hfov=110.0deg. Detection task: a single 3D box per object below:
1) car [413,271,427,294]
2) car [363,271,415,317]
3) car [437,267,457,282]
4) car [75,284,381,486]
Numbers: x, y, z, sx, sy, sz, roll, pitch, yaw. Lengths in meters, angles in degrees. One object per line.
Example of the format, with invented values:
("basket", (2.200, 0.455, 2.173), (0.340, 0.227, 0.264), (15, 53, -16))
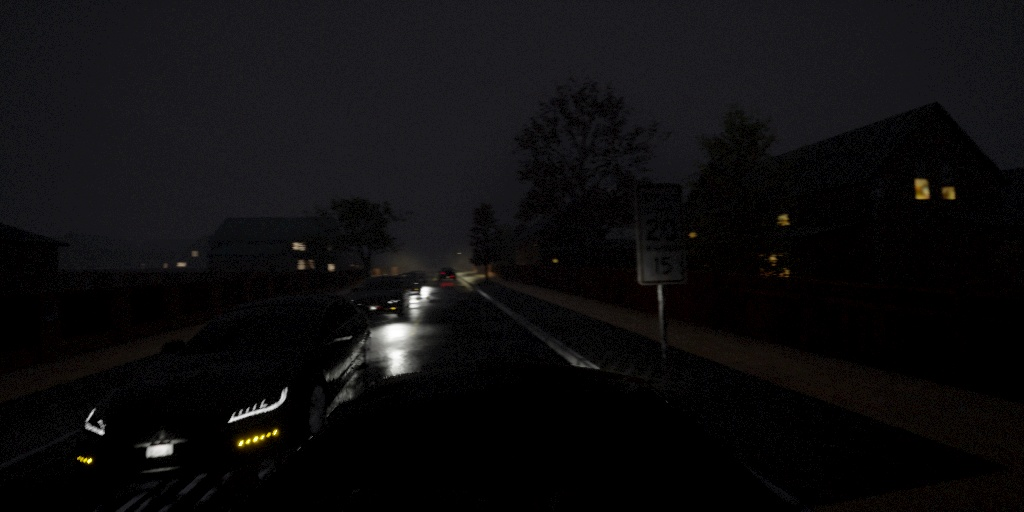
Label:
("car", (-7.138, 1.841, 24.462), (1.994, 1.385, 4.181), (-2, -1, -11))
("car", (-5.220, 1.586, 14.667), (1.837, 1.490, 4.892), (-2, -1, -11))
("car", (-7.175, 2.011, 39.895), (1.837, 1.490, 4.892), (-2, -1, -11))
("car", (-3.392, 1.404, 5.348), (1.837, 1.490, 4.892), (-2, -1, -11))
